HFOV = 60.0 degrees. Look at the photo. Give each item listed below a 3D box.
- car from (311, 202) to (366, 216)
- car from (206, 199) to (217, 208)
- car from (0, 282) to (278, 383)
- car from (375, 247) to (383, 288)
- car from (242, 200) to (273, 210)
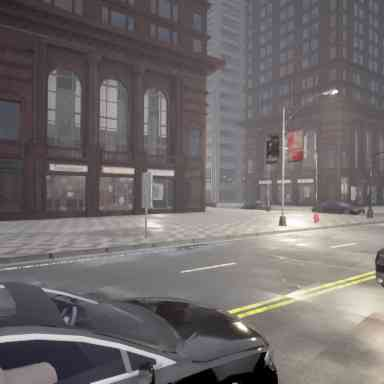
[{"bbox_3d":[15.119,1.710,34.624,2.033,1.411,5.357,1,-1,-32],"label":"car"},{"bbox_3d":[1.980,1.747,53.360,1.882,1.535,5.008,1,-1,-35],"label":"car"},{"bbox_3d":[-1.421,1.492,2.426,4.902,1.511,2.128,0,0,-35],"label":"car"},{"bbox_3d":[6.198,1.516,7.843,4.892,1.490,1.837,0,0,-35],"label":"car"},{"bbox_3d":[8.607,1.781,44.010,1.994,1.385,4.181,1,-1,-35],"label":"car"}]
